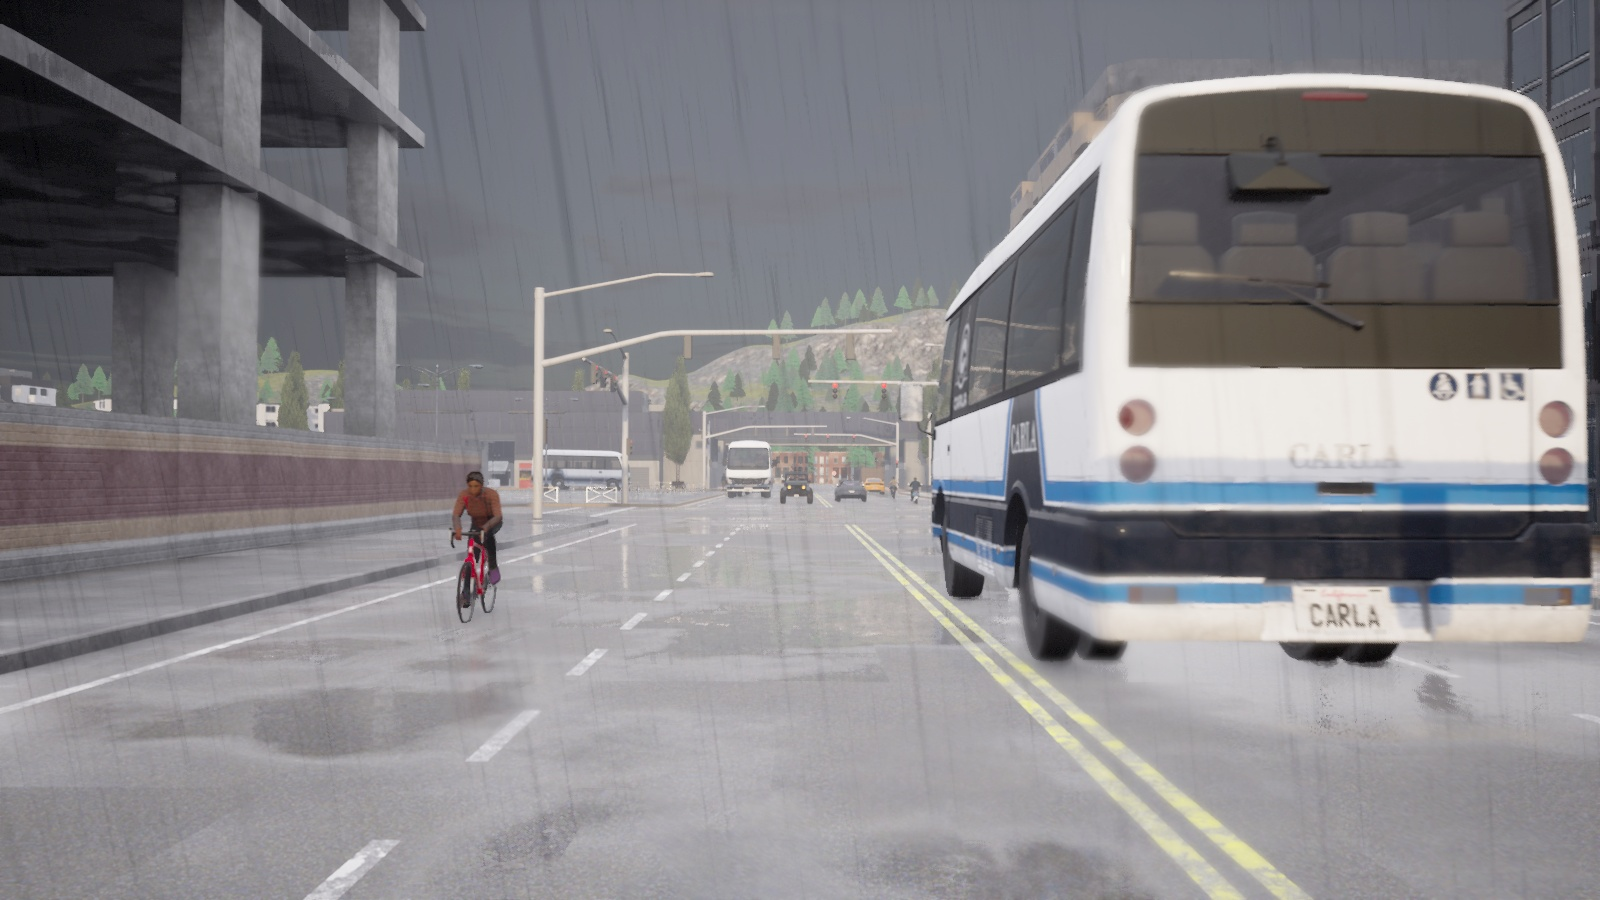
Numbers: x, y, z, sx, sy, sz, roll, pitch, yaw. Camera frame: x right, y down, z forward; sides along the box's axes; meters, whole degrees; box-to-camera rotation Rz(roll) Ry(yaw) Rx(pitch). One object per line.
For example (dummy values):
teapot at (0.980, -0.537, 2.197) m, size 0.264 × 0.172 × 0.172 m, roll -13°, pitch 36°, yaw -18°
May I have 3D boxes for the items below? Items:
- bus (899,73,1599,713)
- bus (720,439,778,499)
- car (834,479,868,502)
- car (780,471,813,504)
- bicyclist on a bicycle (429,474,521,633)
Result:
bus at (3.459, -0.281, 13.491) m, size 3.944 × 4.253 × 10.273 m, roll 0°, pitch -1°, yaw 0°
bus at (-3.752, 1.484, 94.880) m, size 3.944 × 4.253 × 10.273 m, roll 0°, pitch -1°, yaw 0°
car at (3.288, 2.614, 81.668) m, size 1.994 × 1.385 × 4.181 m, roll 0°, pitch -1°, yaw 0°
car at (-0.193, 2.199, 74.096) m, size 1.905 × 1.878 × 3.866 m, roll 0°, pitch -1°, yaw 0°
bicyclist on a bicycle at (-3.536, 1.083, 13.778) m, size 0.582 × 1.620 × 1.656 m, roll 0°, pitch -1°, yaw 0°
